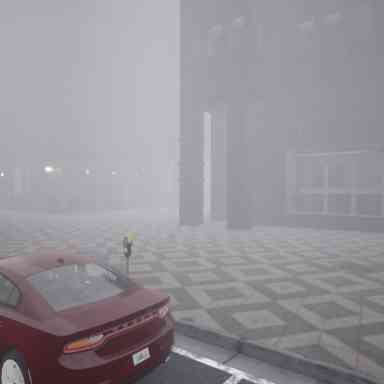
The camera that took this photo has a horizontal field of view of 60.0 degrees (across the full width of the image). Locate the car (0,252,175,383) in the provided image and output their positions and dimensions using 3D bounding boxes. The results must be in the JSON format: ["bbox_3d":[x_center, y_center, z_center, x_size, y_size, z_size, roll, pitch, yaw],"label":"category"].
[{"bbox_3d":[-2.293,1.544,4.759,4.507,1.381,1.887,0,0,37],"label":"car"}]
